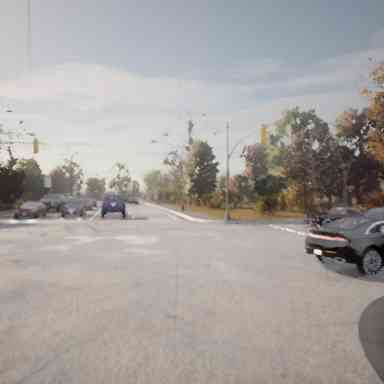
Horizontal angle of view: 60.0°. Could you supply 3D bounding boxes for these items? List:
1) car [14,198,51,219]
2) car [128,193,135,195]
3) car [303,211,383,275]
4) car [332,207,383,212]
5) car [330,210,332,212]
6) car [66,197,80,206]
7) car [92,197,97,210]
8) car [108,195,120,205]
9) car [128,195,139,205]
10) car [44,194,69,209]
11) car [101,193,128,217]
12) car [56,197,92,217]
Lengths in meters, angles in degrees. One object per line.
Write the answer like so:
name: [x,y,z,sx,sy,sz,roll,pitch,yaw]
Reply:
car: [-14.330,1.561,29.763,1.812,1.442,4.674,0,0,-12]
car: [-13.371,1.256,72.145,2.150,2.045,5.566,0,0,-13]
car: [5.839,1.502,10.231,4.902,1.511,2.128,0,-1,-20]
car: [10.696,1.604,18.431,4.892,1.490,1.837,1,0,-10]
car: [9.831,1.696,21.853,4.718,1.301,1.895,1,0,-9]
car: [-21.020,1.614,58.937,1.837,1.490,4.892,0,0,-13]
car: [-13.175,1.536,40.942,1.837,1.490,4.892,0,0,-12]
car: [-14.450,1.448,61.557,2.097,1.767,4.553,0,0,-13]
car: [-11.060,1.687,62.432,1.895,1.301,4.718,0,0,-13]
car: [-16.362,1.261,39.165,2.150,2.045,5.566,0,0,-12]
car: [-7.388,1.237,31.578,2.150,2.045,5.566,0,0,-12]
car: [-11.159,1.518,31.748,2.128,1.511,4.902,0,0,-12]
